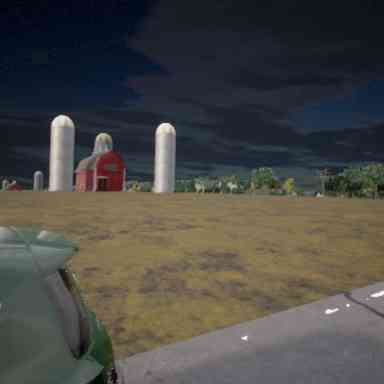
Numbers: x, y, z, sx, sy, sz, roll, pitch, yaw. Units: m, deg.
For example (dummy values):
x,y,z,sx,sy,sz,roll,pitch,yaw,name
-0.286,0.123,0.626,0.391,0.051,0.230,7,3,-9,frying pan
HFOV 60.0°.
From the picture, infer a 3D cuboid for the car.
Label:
x,y,z,sx,sy,sz,roll,pitch,yaw,name
-2.913,1.209,0.883,5.566,2.045,2.150,1,-1,-35,car
